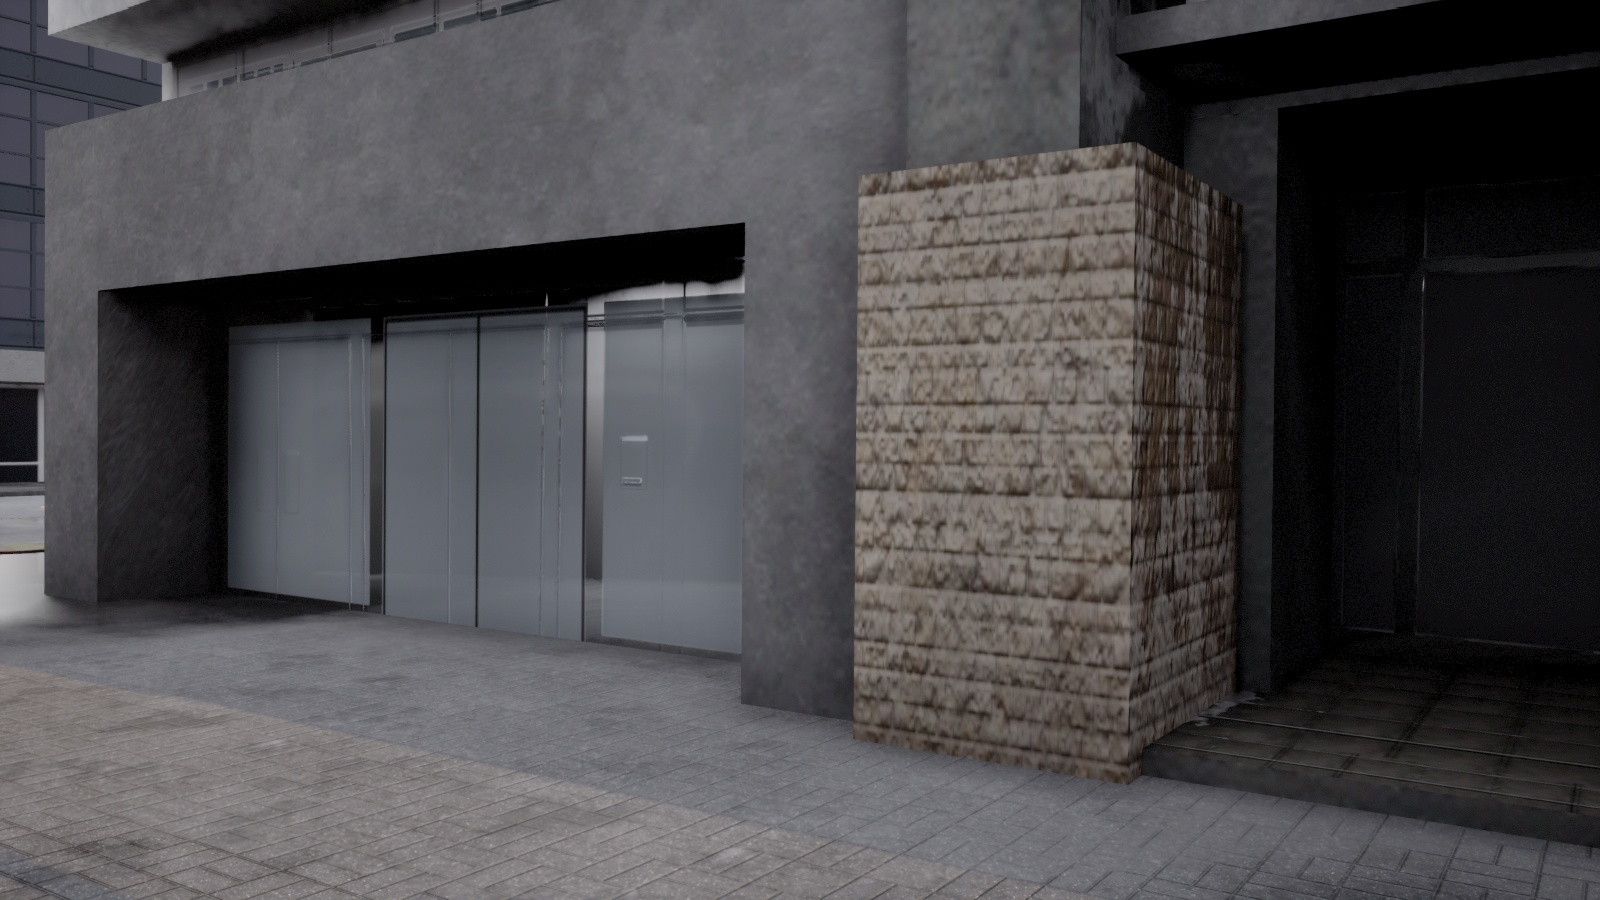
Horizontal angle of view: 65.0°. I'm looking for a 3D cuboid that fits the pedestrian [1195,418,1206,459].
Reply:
[{"bbox_3d":[18.103,-0.504,56.726,0.345,1.836,0.594,0,1,32],"label":"pedestrian"}]
